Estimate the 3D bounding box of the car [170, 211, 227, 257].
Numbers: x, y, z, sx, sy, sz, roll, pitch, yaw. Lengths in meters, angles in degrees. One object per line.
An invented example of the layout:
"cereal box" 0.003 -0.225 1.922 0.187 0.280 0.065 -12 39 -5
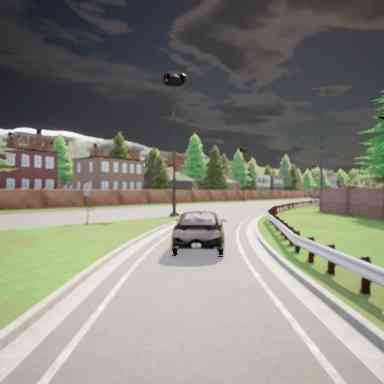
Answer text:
"car" 0.326 1.486 13.020 2.128 1.511 4.902 0 0 4
